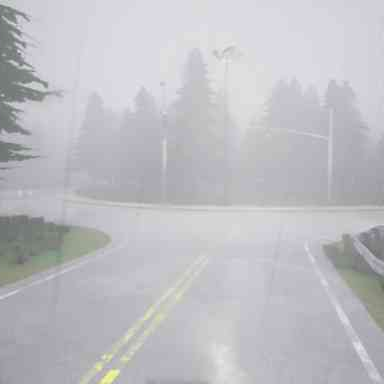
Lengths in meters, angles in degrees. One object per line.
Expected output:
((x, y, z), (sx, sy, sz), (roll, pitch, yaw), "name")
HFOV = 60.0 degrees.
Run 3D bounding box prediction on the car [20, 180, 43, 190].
((-25.091, -1.119, 52.077), (1.882, 1.535, 5.008), (0, 3, -3), "car")
